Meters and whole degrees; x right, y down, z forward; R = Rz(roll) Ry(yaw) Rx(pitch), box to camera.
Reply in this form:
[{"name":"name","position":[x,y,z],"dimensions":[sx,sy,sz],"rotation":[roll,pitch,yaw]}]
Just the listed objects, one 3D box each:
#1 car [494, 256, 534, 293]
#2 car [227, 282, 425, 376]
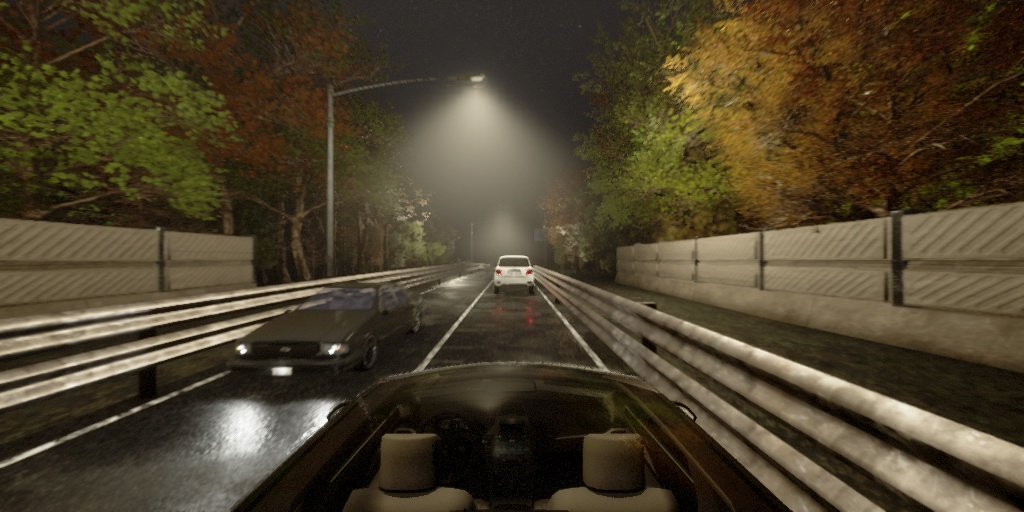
[{"name":"car","position":[0.112,1.010,21.051],"dimensions":[2.150,2.045,5.566],"rotation":[0,0,0]},{"name":"car","position":[-3.346,1.297,7.883],"dimensions":[2.033,1.411,5.357],"rotation":[0,0,0]}]
